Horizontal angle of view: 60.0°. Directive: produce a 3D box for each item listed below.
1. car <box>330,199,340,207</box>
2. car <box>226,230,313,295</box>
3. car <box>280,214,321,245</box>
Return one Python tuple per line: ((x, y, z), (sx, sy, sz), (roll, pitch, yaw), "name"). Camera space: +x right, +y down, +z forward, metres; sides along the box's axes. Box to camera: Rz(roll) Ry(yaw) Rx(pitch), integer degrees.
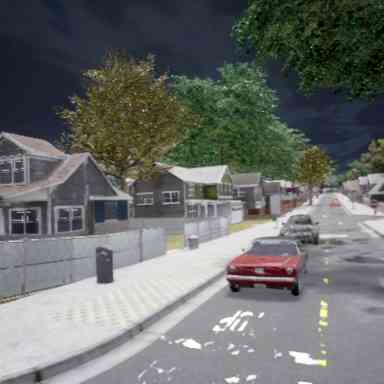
((33.780, 2.373, 78.512), (2.097, 1.767, 4.553), (-3, -1, 22), "car")
((2.531, 2.109, 10.347), (1.895, 1.301, 4.718), (-3, -3, 22), "car")
((6.621, 2.174, 20.218), (2.097, 1.767, 4.553), (-3, -3, 22), "car")
